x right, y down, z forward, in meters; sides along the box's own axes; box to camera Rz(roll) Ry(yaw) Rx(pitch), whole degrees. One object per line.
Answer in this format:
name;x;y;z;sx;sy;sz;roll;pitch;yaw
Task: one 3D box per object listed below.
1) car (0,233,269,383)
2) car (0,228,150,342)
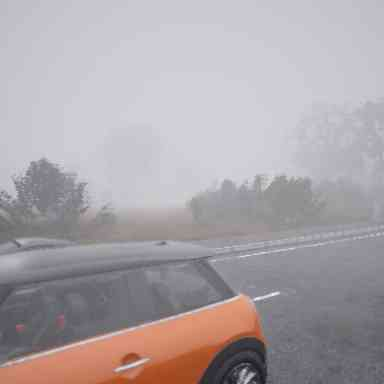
car;-1.461;1.352;2.969;4.553;1.767;2.097;0;0;-36
car;-3.102;1.565;6.098;4.181;1.385;1.994;0;0;-36
